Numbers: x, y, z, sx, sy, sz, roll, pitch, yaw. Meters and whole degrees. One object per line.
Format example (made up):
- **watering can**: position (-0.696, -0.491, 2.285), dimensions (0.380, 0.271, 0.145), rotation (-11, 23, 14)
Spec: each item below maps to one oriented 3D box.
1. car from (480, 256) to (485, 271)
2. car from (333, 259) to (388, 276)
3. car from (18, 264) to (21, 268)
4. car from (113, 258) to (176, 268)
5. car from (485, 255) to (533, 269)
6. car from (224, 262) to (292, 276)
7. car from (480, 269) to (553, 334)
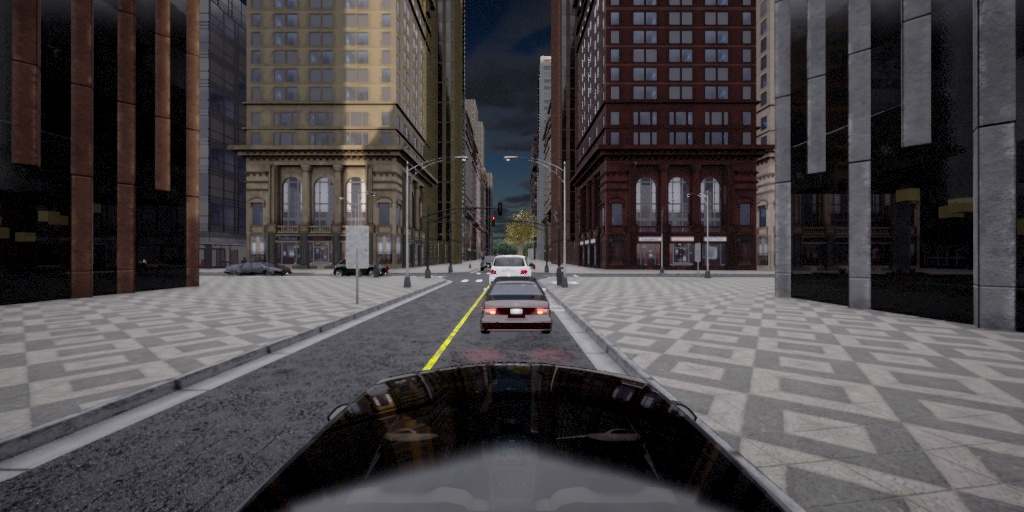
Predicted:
- **car**: position (-3.132, 0.969, 49.484), dimensions (2.150, 2.045, 5.566), rotation (0, 0, -1)
- **car**: position (-13.992, 1.052, 33.339), dimensions (4.553, 1.767, 2.097), rotation (0, 0, 0)
- **car**: position (-48.644, 0.967, 33.418), dimensions (4.553, 1.767, 2.097), rotation (0, 0, 0)
- **car**: position (-34.038, 0.998, 33.341), dimensions (4.553, 1.767, 2.097), rotation (0, 0, 0)
- **car**: position (0.015, 0.971, 20.854), dimensions (2.150, 2.045, 5.566), rotation (0, 0, 4)
- **car**: position (-23.573, 1.220, 33.332), dimensions (5.357, 1.411, 2.033), rotation (0, 0, 0)
- **car**: position (0.091, 1.297, 10.609), dimensions (2.033, 1.411, 5.357), rotation (0, 0, 0)
